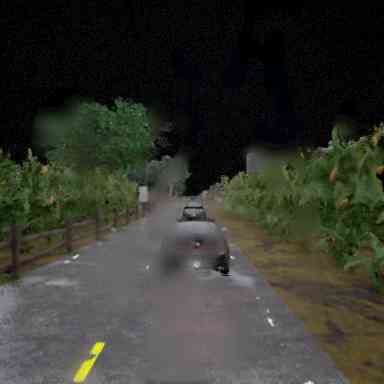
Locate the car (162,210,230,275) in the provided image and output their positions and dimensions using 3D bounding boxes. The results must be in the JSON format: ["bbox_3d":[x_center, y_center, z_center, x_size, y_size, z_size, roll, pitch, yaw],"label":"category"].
[{"bbox_3d":[0.111,1.541,10.604,1.837,1.490,4.892,0,0,0],"label":"car"}]

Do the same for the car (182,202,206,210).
[{"bbox_3d":[0.168,1.601,28.401,2.128,1.511,4.902,0,0,0],"label":"car"}]
